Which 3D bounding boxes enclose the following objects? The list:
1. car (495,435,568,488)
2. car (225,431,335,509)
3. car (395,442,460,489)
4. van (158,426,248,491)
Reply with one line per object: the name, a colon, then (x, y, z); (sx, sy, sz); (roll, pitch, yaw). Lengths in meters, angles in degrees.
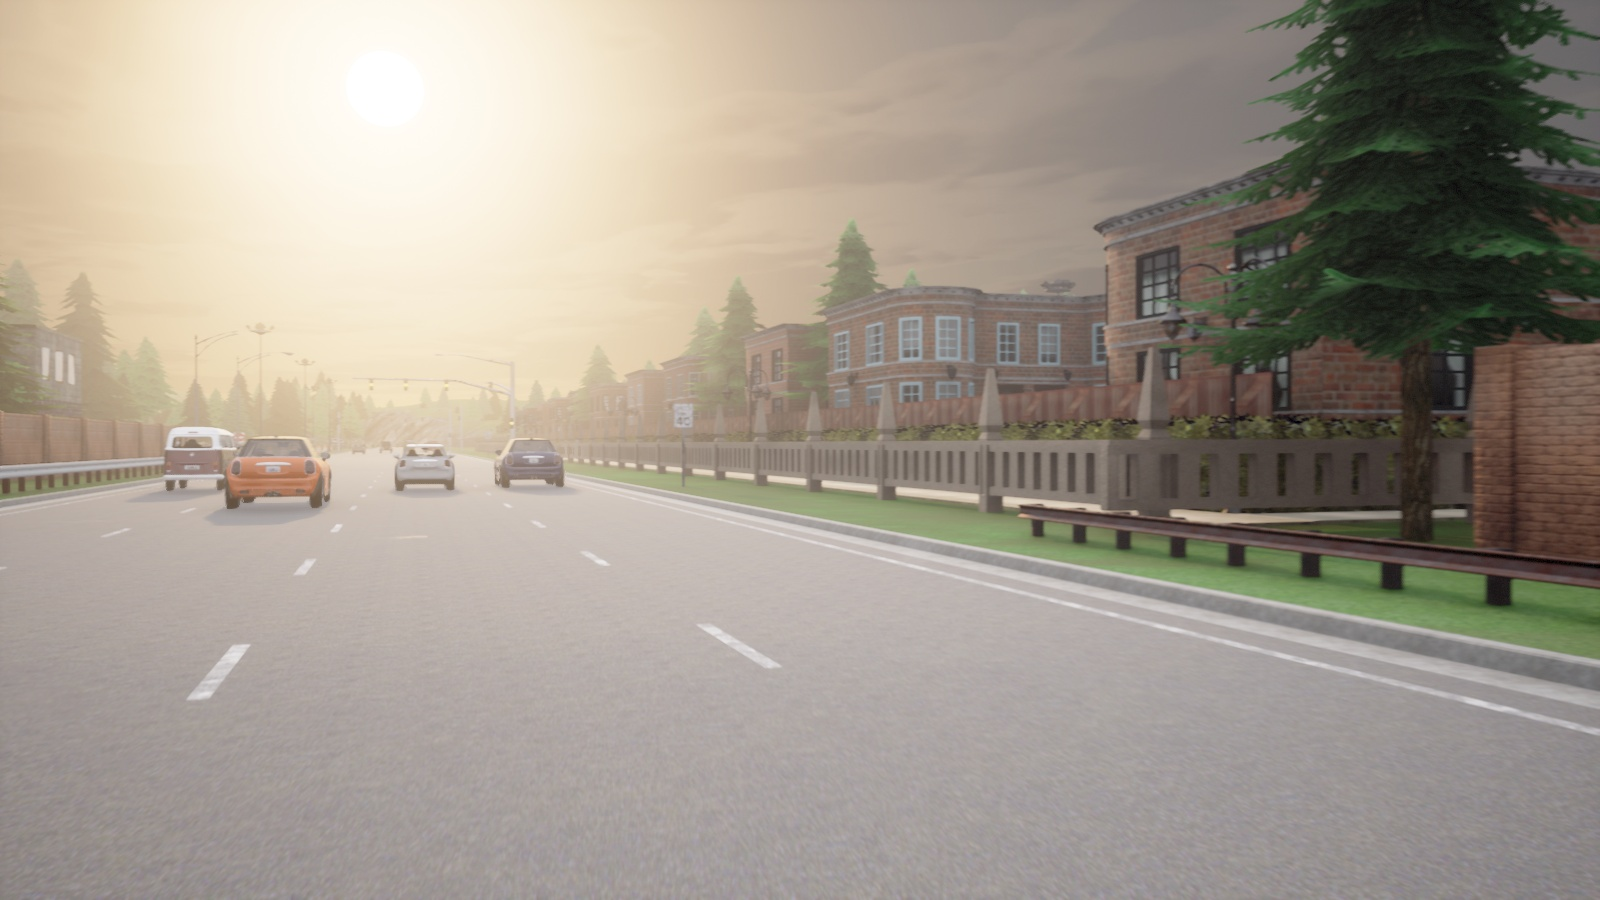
car: (-9.509, 0.364, 44.185); (2.097, 1.767, 4.553); (0, 0, -17)
car: (-12.691, 0.442, 30.913); (2.097, 1.767, 4.553); (0, 0, -17)
car: (-12.379, 0.488, 41.628); (1.970, 1.475, 3.806); (0, 0, -17)
van: (-19.708, 0.253, 41.616); (2.069, 2.038, 4.480); (0, 0, -17)
